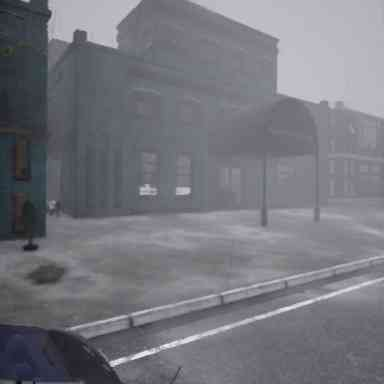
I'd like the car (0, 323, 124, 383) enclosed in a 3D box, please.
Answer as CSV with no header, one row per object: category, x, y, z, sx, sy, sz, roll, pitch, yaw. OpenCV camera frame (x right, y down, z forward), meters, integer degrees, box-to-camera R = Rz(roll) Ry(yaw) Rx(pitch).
car,-2.384,1.564,1.679,4.181,1.385,1.994,0,0,-35
